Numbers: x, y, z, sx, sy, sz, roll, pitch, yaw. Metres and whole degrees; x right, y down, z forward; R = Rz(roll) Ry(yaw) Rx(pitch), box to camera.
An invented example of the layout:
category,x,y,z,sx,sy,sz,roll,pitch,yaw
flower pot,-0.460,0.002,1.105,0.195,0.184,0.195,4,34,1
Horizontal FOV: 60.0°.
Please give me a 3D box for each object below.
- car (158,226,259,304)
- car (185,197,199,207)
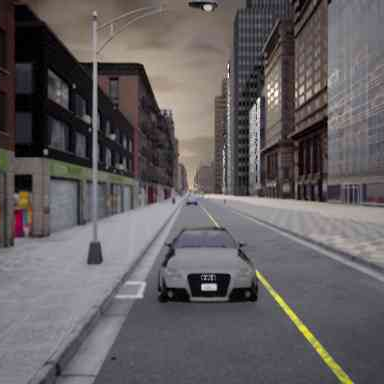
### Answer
category,x,y,z,sx,sy,sz,roll,pitch,yaw
car,0.307,1.562,8.094,1.994,1.385,4.181,0,0,0
car,0.002,1.472,52.749,1.882,1.535,5.008,0,0,0
